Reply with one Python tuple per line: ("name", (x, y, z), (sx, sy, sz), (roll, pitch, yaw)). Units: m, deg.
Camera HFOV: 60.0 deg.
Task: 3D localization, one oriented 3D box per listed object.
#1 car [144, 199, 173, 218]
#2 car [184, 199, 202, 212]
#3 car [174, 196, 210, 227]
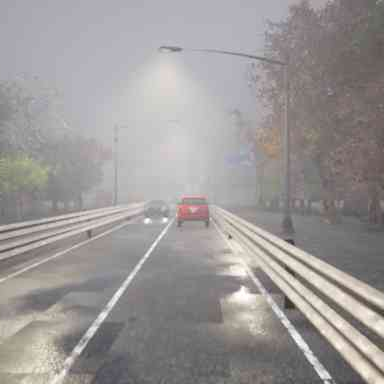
("car", (-3.336, 1.512, 32.370), (2.097, 1.767, 4.553), (0, 0, 0))
("car", (0.106, 1.723, 42.682), (2.128, 1.511, 4.902), (0, 0, 0))
("car", (0.120, 1.325, 24.047), (2.150, 2.045, 5.566), (0, 0, 1))
